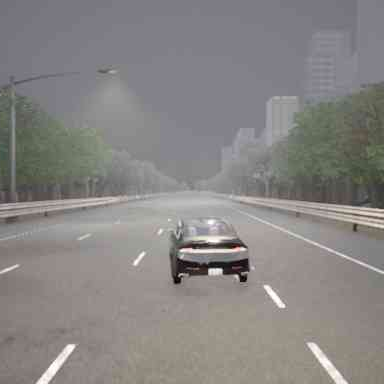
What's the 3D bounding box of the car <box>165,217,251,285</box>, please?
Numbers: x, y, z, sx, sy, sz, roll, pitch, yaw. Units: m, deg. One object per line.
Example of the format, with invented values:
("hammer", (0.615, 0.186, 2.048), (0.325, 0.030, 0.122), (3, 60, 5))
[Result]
("car", (0.307, 1.459, 9.463), (2.128, 1.511, 4.902), (0, 0, -4))
